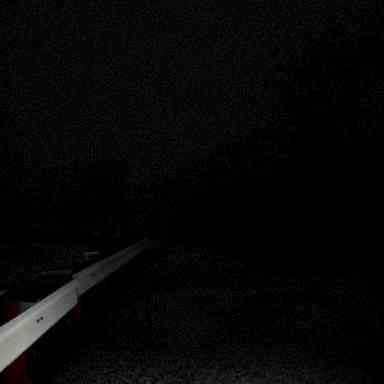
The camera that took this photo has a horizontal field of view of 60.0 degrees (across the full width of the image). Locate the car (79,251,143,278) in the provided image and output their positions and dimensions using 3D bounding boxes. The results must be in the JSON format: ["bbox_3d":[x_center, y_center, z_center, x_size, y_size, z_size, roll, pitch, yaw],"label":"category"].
[{"bbox_3d":[-6.994,6.004,25.752,5.566,2.045,2.435,2,-4,-20],"label":"car"}]

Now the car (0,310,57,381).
[{"bbox_3d":[-6.943,5.145,10.678,4.553,1.767,2.185,2,-4,-20],"label":"car"}]

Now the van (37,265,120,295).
[{"bbox_3d":[-6.841,5.642,19.782,4.442,1.987,1.878,2,-4,-20],"label":"van"}]

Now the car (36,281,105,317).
[{"bbox_3d":[-6.932,5.667,16.706,4.892,1.521,2.231,2,-4,-20],"label":"car"}]

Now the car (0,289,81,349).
[{"bbox_3d":[-6.964,5.343,13.700,4.553,1.767,2.185,2,-4,-20],"label":"car"}]

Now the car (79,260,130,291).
[{"bbox_3d":[-6.929,5.935,22.752,4.553,1.767,2.185,2,-4,-20],"label":"car"}]

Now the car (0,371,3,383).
[{"bbox_3d":[-6.934,5.102,7.650,4.792,1.488,2.163,2,-4,-20],"label":"car"}]
